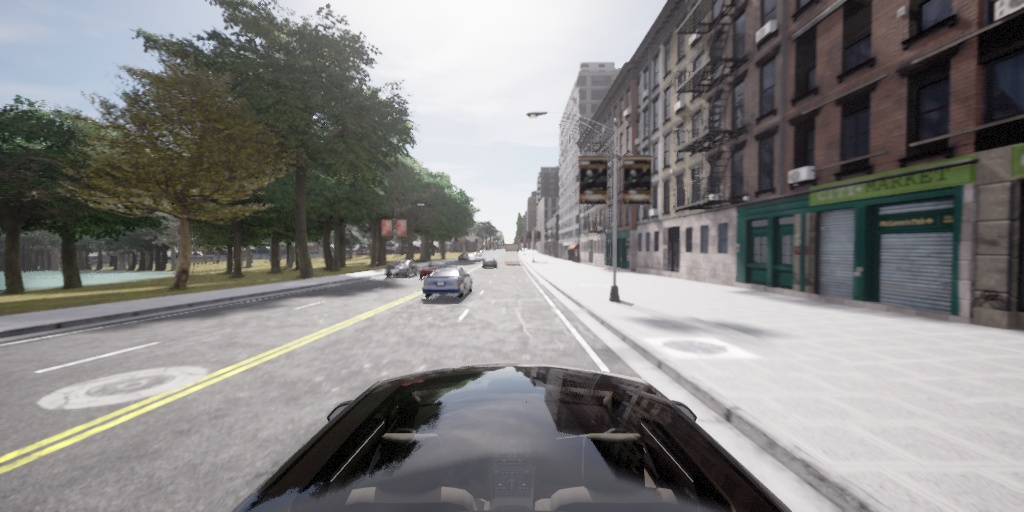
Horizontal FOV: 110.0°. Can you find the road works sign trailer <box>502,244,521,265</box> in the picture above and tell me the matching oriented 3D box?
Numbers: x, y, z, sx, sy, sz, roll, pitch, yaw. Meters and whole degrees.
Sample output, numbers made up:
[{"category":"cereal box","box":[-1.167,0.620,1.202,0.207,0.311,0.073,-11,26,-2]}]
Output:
[{"category":"road works sign trailer","box":[0.030,-0.347,59.864,2.380,3.560,2.880,0,0,0]}]

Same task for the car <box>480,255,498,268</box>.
[{"category":"car","box":[-3.126,0.925,51.490,1.994,1.385,4.181,0,1,0]}]

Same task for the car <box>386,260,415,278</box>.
[{"category":"car","box":[-9.827,1.130,32.358,2.128,1.511,4.902,0,0,0]}]

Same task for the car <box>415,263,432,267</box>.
[{"category":"car","box":[-6.582,1.253,30.795,1.895,1.301,4.718,0,1,0]}]

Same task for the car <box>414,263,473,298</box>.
[{"category":"car","box":[-3.142,1.261,18.293,2.033,1.411,5.357,0,0,0]}]
